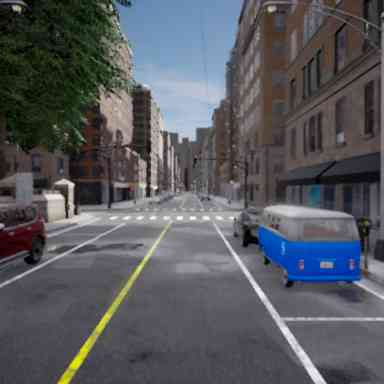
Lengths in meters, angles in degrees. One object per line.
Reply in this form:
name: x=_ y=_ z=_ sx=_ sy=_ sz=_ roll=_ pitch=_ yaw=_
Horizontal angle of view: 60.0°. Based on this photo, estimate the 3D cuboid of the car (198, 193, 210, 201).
car: x=2.797 y=1.093 z=68.931 sx=1.967 sy=1.590 sz=4.097 roll=0 pitch=0 yaw=0

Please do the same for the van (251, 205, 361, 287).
van: x=2.849 y=1.298 z=8.894 sx=1.690 sy=1.788 sz=3.998 roll=0 pitch=0 yaw=0

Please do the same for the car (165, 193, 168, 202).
car: x=-5.718 y=1.258 z=57.986 sx=2.008 sy=1.369 sz=4.403 roll=0 pitch=0 yaw=0

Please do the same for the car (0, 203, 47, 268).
car: x=-5.676 y=1.275 z=8.846 sx=2.192 sy=1.841 sz=5.009 roll=0 pitch=0 yaw=0

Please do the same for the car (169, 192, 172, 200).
car: x=-5.728 y=1.201 z=68.888 sx=1.887 sy=1.381 sz=4.507 roll=0 pitch=0 yaw=0

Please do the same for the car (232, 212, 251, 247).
car: x=2.845 y=1.495 z=14.555 sx=1.947 sy=1.339 sz=4.313 roll=0 pitch=0 yaw=0

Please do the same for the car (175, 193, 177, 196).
car: x=-5.743 y=0.901 z=85.239 sx=2.192 sy=1.841 sz=5.009 roll=0 pitch=0 yaw=0

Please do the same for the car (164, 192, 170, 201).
car: x=-5.723 y=1.226 z=63.437 sx=1.887 sy=1.381 sz=4.507 roll=0 pitch=0 yaw=0

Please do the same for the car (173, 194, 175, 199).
car: x=-5.737 y=1.159 z=79.789 sx=2.008 sy=1.369 sz=4.403 roll=0 pitch=0 yaw=0

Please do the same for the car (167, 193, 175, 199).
car: x=-5.746 y=1.090 z=90.521 sx=1.752 sy=1.417 sz=4.829 roll=0 pitch=0 yaw=0

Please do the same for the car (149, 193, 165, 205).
car: x=-5.713 y=1.260 z=52.366 sx=1.752 sy=1.417 sz=4.829 roll=0 pitch=0 yaw=0
